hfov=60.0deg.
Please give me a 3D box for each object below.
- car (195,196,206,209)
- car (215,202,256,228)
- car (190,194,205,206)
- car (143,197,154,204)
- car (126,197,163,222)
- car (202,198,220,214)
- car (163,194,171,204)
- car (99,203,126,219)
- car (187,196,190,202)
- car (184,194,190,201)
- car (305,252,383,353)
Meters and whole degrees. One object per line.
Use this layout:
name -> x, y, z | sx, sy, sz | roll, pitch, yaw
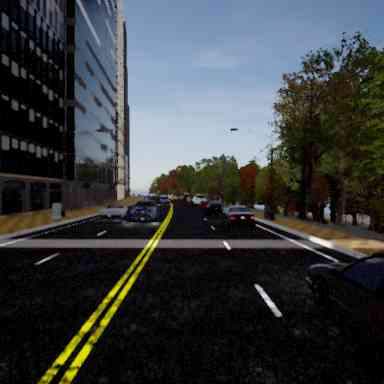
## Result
car -> 1.992, 1.738, 47.885 | 1.994, 1.385, 4.181 | 0, 0, -3
car -> 3.042, 1.633, 22.836 | 2.033, 1.411, 5.357 | 0, 0, -1
car -> 1.356, 1.430, 58.954 | 2.150, 2.045, 5.566 | 0, 0, -4
car -> -9.353, 1.762, 72.143 | 2.033, 1.411, 5.357 | 0, 0, -4
car -> -3.785, 1.458, 27.261 | 2.097, 1.767, 4.553 | 0, 0, -2
car -> 2.498, 1.700, 36.839 | 1.994, 1.385, 4.181 | 0, 0, -2
car -> -5.855, 1.768, 69.027 | 1.812, 1.442, 4.674 | 0, 0, -4
car -> -7.142, 1.722, 30.678 | 1.895, 1.301, 4.718 | 0, 0, -2
car -> 0.594, 1.842, 69.983 | 1.895, 1.301, 4.718 | 0, 0, -4
car -> -0.311, 1.729, 81.164 | 1.801, 1.575, 5.366 | 0, 0, -5
car -> 3.327, 1.564, 4.616 | 2.033, 1.411, 5.357 | 0, 0, 0
